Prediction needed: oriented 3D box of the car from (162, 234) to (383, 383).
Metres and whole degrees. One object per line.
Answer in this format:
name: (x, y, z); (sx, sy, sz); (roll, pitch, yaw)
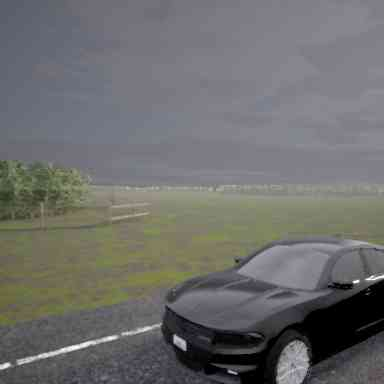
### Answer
car: (1.890, 1.492, 5.340); (5.008, 1.535, 1.882); (0, 0, -35)
